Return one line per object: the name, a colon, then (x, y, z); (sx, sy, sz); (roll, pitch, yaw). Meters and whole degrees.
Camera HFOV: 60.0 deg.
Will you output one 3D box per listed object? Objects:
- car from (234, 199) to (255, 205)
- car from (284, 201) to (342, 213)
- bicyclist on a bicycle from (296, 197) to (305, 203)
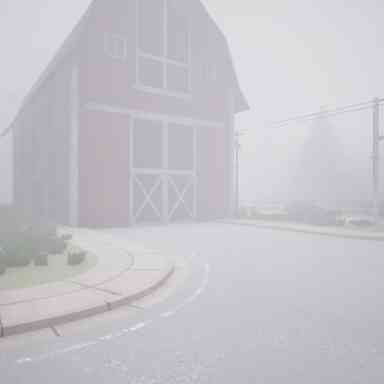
car: (5.498, 1.552, 38.480); (1.812, 1.442, 4.674); (0, 0, -34)
car: (10.930, 1.574, 30.599); (2.033, 1.411, 5.357); (0, 0, -35)
bicyclist on a bicycle: (13.252, 1.322, 40.222); (1.656, 1.620, 0.582); (46, -25, -24)
